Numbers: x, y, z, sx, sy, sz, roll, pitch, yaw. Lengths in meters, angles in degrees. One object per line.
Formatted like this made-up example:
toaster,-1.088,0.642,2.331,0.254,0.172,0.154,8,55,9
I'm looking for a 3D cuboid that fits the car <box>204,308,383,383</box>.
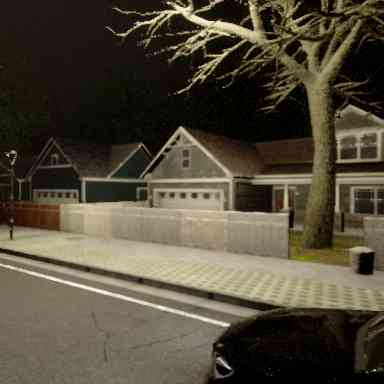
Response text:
car,2.292,1.526,2.357,4.674,1.442,1.812,0,0,36
